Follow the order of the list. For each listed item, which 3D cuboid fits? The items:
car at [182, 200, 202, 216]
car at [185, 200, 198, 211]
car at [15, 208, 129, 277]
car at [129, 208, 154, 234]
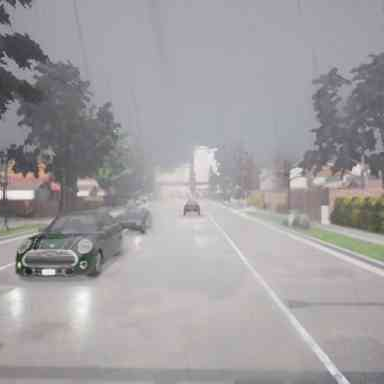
[{"bbox_3d":[-0.004,1.793,37.067,1.837,1.490,4.892,0,0,0],"label":"car"},{"bbox_3d":[0.006,1.890,48.717,1.812,1.442,4.674,0,0,0],"label":"car"},{"bbox_3d":[-3.594,1.436,10.585,2.097,1.767,4.553,0,0,0],"label":"car"},{"bbox_3d":[-3.561,1.711,20.918,2.033,1.411,5.357,0,0,1],"label":"car"}]
